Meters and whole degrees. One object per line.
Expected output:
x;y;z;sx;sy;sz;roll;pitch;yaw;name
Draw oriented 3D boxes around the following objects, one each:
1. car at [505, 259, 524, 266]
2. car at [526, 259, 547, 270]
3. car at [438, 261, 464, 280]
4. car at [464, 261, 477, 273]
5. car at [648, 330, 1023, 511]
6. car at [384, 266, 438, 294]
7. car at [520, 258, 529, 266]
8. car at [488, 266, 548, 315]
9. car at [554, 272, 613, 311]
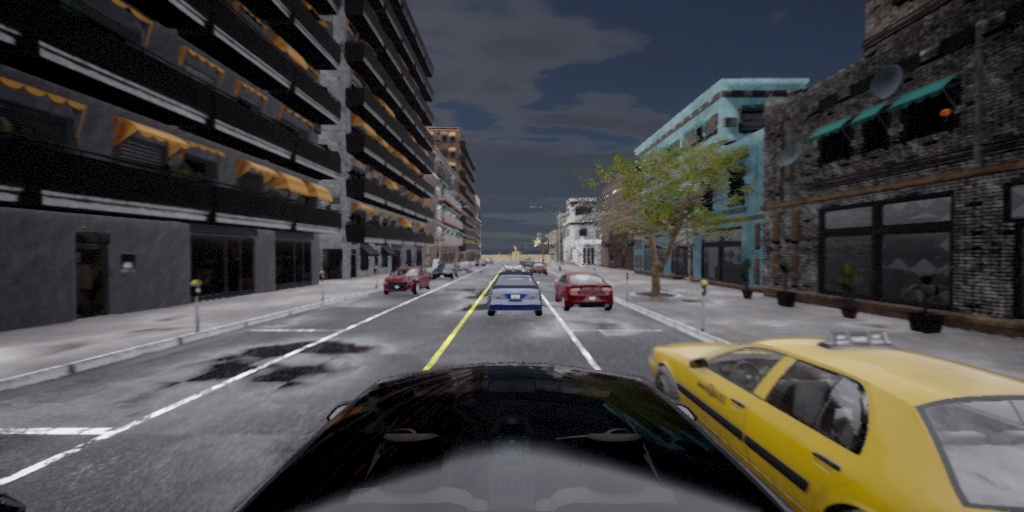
0.124;1.315;41.607;1.895;1.301;4.718;0;0;0;car
2.711;1.300;36.953;1.802;1.307;4.207;0;0;0;car
-5.674;1.290;31.309;1.948;1.339;4.313;0;0;0;car
-5.667;1.265;42.664;2.007;1.370;4.403;0;0;0;car
2.691;1.274;3.058;1.751;1.417;4.829;0;0;0;car
-5.680;1.279;19.954;1.888;1.381;4.507;0;0;0;car
2.724;1.266;59.662;1.948;1.339;4.313;0;0;0;car
0.107;1.286;13.455;2.033;1.411;5.357;0;0;0;car
2.697;1.283;14.243;1.888;1.381;4.507;0;0;0;car
